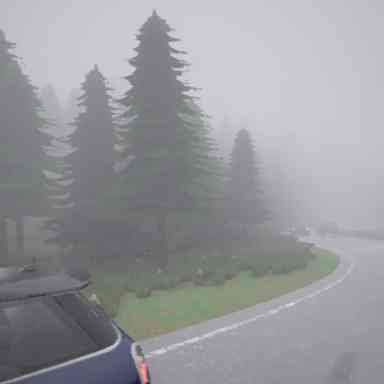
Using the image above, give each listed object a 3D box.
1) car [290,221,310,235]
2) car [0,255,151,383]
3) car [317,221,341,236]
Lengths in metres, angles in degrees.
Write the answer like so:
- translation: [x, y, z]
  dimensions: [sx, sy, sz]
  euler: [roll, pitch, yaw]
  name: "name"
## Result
- translation: [12.886, 4.331, 39.844]
  dimensions: [2.097, 1.767, 4.553]
  euler: [-2, -5, 15]
  name: "car"
- translation: [-2.514, 1.418, 2.018]
  dimensions: [4.553, 1.767, 2.097]
  euler: [0, -1, -35]
  name: "car"
- translation: [16.435, 4.332, 40.146]
  dimensions: [2.097, 1.767, 4.553]
  euler: [-1, -5, 14]
  name: "car"
